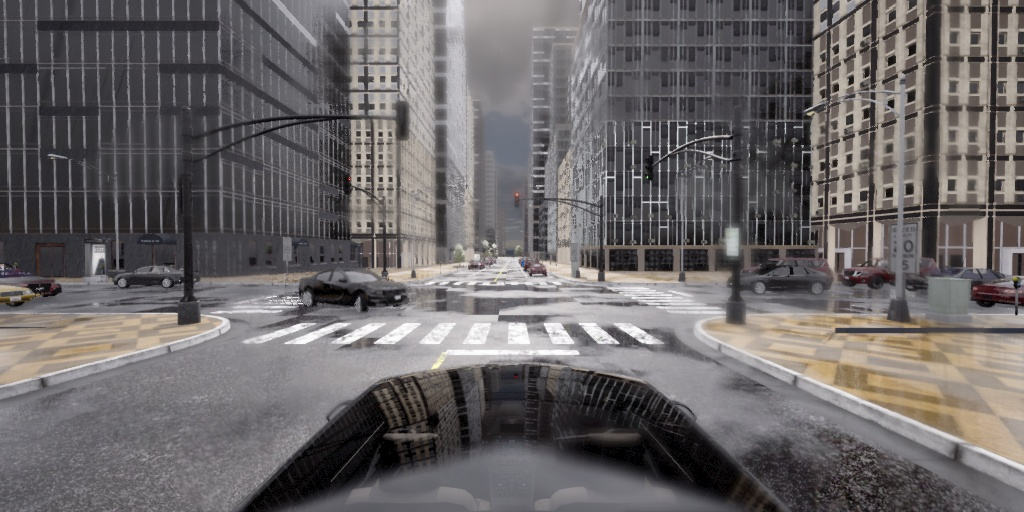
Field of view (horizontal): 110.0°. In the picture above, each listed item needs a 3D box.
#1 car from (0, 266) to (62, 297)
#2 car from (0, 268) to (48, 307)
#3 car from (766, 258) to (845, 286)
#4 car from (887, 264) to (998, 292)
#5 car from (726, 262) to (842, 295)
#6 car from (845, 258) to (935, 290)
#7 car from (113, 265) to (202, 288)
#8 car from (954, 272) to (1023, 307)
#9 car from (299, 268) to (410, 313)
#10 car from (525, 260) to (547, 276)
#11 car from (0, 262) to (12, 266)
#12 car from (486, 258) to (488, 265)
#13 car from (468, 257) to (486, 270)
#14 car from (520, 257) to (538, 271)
[{"bbox_3d":[-23.293,1.298,16.196,4.181,1.385,1.994,0,1,0],"label":"car"},{"bbox_3d":[-21.252,1.301,13.613,4.829,1.417,1.751,0,0,0],"label":"car"},{"bbox_3d":[16.575,1.024,21.811,5.009,1.841,2.192,0,0,0],"label":"car"},{"bbox_3d":[24.008,1.306,19.220,5.357,1.411,2.033,0,1,0],"label":"car"},{"bbox_3d":[14.185,1.250,19.189,4.892,1.490,1.837,0,1,1],"label":"car"},{"bbox_3d":[22.907,1.032,21.821,5.009,1.841,2.192,0,0,0],"label":"car"},{"bbox_3d":[-21.435,1.204,21.751,4.403,1.370,2.007,0,0,0],"label":"car"},{"bbox_3d":[20.189,1.418,13.678,4.207,1.307,1.802,0,0,0],"label":"car"},{"bbox_3d":[-6.215,1.227,14.040,5.008,1.535,1.882,0,-1,30],"label":"car"},{"bbox_3d":[2.556,1.319,35.955,1.802,1.307,4.207,0,0,0],"label":"car"},{"bbox_3d":[-32.551,1.078,21.663,4.097,1.591,1.967,0,0,0],"label":"car"},{"bbox_3d":[-5.276,1.307,58.034,1.802,1.307,4.207,0,0,0],"label":"car"},{"bbox_3d":[-5.279,1.168,52.509,1.967,1.591,4.097,0,0,0],"label":"car"},{"bbox_3d":[2.585,1.046,47.004,2.192,1.841,5.009,0,0,0],"label":"car"}]
